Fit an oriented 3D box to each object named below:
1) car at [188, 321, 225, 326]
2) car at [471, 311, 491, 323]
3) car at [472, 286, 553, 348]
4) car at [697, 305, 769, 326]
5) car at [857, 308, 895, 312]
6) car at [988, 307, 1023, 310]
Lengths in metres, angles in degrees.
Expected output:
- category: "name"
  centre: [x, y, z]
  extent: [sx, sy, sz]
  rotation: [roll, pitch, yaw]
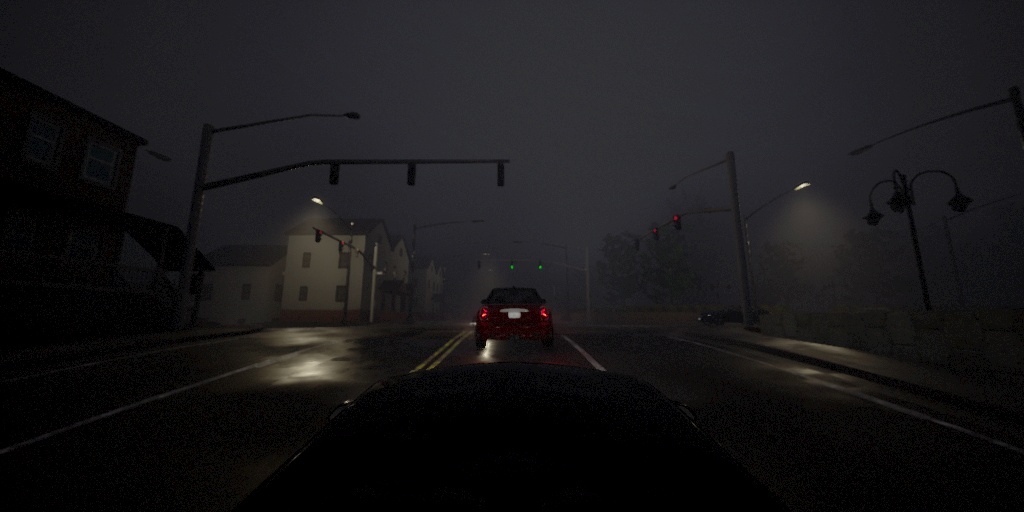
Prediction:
- category: "car"
  centre: [-19.888, 4.945, 23.154]
  extent: [5.008, 1.535, 1.882]
  rotation: [-9, -10, 0]
- category: "car"
  centre: [-3.595, 7.270, 42.859]
  extent: [1.994, 1.385, 4.181]
  rotation: [0, -10, 0]
- category: "car"
  centre: [0.054, 1.791, 11.476]
  extent: [2.097, 1.767, 4.553]
  rotation: [0, -6, 0]
- category: "car"
  centre: [16.314, 4.387, 26.535]
  extent: [4.902, 1.511, 2.128]
  rotation: [0, -10, 1]
- category: "car"
  centre: [26.184, 4.471, 26.377]
  extent: [4.718, 1.301, 1.895]
  rotation: [0, -10, 1]
- category: "car"
  centre: [36.204, 4.408, 26.226]
  extent: [4.181, 1.385, 1.994]
  rotation: [0, -10, 1]
